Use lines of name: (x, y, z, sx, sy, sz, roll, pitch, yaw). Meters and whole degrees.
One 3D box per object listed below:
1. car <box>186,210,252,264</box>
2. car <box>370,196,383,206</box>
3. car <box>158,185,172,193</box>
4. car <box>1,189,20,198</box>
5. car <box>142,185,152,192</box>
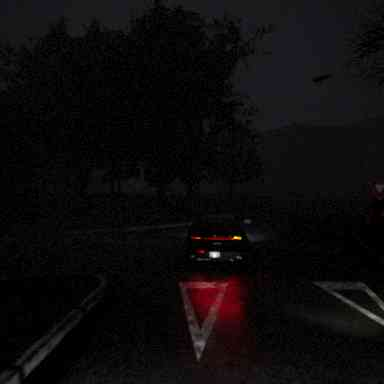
car: (0.960, 1.381, 11.488, 1.837, 1.490, 4.892, 0, 2, 8)
car: (18.605, 0.792, 30.535, 4.718, 1.301, 1.895, -1, 3, -29)
car: (-5.091, -0.562, 66.162, 1.837, 1.490, 4.892, 0, 1, -12)
car: (-25.950, 0.131, 44.795, 1.837, 1.490, 4.892, 1, 2, 41)
car: (-10.318, -0.812, 76.047, 2.097, 1.767, 4.553, 0, 0, -7)
